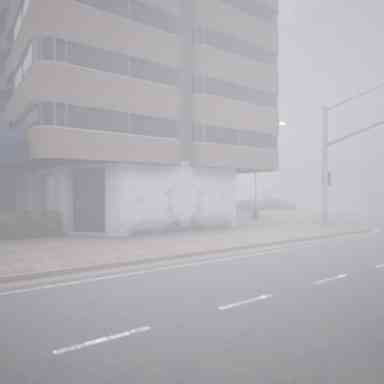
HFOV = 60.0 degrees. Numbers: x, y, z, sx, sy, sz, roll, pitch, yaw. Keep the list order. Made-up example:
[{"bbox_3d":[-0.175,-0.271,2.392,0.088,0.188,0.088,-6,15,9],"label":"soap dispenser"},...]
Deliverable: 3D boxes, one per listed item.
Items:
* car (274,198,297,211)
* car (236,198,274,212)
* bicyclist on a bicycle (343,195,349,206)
[{"bbox_3d":[10.069,1.447,39.647,1.882,1.535,5.008,0,0,-36],"label":"car"},{"bbox_3d":[6.800,1.537,38.192,1.994,1.385,4.181,0,0,-36],"label":"car"},{"bbox_3d":[22.094,1.257,47.728,1.656,1.620,0.582,0,0,-36],"label":"bicyclist on a bicycle"}]
